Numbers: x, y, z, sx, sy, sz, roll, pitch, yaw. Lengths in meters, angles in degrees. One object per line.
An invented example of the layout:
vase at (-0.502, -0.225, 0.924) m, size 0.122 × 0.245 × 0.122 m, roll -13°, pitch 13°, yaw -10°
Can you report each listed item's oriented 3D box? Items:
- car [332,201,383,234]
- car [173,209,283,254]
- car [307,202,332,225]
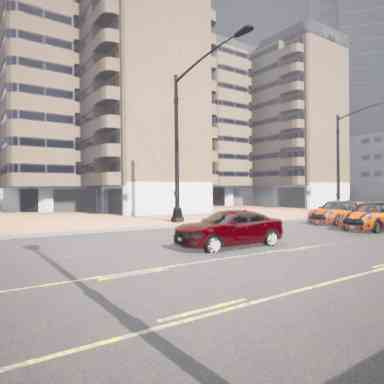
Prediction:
car at (10.940, 1.456, 20.163) m, size 4.553 × 1.767 × 2.097 m, roll 1°, pitch 0°, yaw -35°
car at (1.592, 1.488, 13.642) m, size 5.008 × 1.535 × 1.882 m, roll 1°, pitch 0°, yaw -35°
car at (10.396, 1.472, 24.000) m, size 4.553 × 1.767 × 2.097 m, roll 1°, pitch 0°, yaw -34°
